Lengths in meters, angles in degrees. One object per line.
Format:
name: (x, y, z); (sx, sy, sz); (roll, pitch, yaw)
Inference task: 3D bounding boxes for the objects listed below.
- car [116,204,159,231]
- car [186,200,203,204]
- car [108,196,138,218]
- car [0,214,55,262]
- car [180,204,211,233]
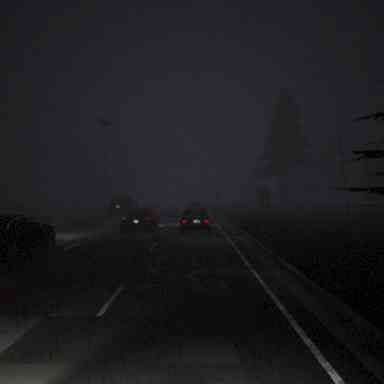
car: (-3.284, 1.716, 21.572); (1.994, 1.385, 4.181); (0, 0, 0)
car: (0.307, 1.803, 41.636); (1.837, 1.490, 4.892); (0, 0, 0)
car: (-6.722, 1.451, 32.861); (2.150, 2.045, 5.566); (0, 0, 0)
car: (-6.830, 1.575, 12.445); (2.128, 1.511, 4.902); (0, 0, 0)
car: (0.211, 1.697, 20.912); (2.033, 1.411, 5.357); (0, 0, 0)
